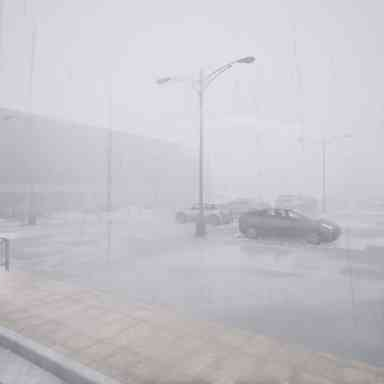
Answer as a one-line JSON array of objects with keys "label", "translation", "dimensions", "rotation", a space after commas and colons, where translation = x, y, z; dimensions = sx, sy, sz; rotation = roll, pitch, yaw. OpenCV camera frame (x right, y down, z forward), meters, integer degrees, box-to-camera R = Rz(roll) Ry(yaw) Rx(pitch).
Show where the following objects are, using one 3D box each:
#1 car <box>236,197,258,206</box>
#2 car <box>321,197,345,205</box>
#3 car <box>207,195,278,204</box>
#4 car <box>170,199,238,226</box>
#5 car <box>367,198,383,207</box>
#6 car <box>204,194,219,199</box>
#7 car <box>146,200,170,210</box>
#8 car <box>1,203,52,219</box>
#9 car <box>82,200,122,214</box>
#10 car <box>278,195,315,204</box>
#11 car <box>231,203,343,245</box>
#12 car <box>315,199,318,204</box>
[{"label": "car", "translation": [10.053, 1.668, 60.520], "dimensions": [2.128, 1.511, 4.902], "rotation": [0, 0, 35]}, {"label": "car", "translation": [23.748, 1.565, 56.014], "dimensions": [3.633, 1.501, 1.845], "rotation": [0, 0, 35]}, {"label": "car", "translation": [4.196, 1.345, 27.851], "dimensions": [5.027, 1.636, 2.152], "rotation": [0, 0, 35]}, {"label": "car", "translation": [0.758, 1.424, 22.422], "dimensions": [3.806, 1.475, 1.970], "rotation": [0, 0, 35]}, {"label": "car", "translation": [28.091, 1.576, 49.298], "dimensions": [3.806, 1.475, 1.970], "rotation": [0, 0, 35]}, {"label": "car", "translation": [3.921, 1.398, 51.818], "dimensions": [2.150, 2.045, 5.566], "rotation": [0, 0, 35]}, {"label": "car", "translation": [-4.487, 1.740, 46.313], "dimensions": [1.994, 1.385, 4.181], "rotation": [0, 0, 36]}, {"label": "car", "translation": [-15.346, 1.740, 30.977], "dimensions": [1.994, 1.385, 4.181], "rotation": [0, 0, 35]}, {"label": "car", "translation": [-10.269, 1.681, 38.161], "dimensions": [1.837, 1.490, 4.892], "rotation": [0, 0, 35]}, {"label": "car", "translation": [11.577, 1.269, 38.302], "dimensions": [3.866, 1.878, 1.905], "rotation": [0, 0, 35]}, {"label": "car", "translation": [4.403, 1.490, 15.364], "dimensions": [4.514, 1.523, 2.007], "rotation": [0, 0, 35]}, {"label": "car", "translation": [12.916, 1.289, 40.913], "dimensions": [4.605, 1.855, 1.932], "rotation": [0, 0, 35]}]
